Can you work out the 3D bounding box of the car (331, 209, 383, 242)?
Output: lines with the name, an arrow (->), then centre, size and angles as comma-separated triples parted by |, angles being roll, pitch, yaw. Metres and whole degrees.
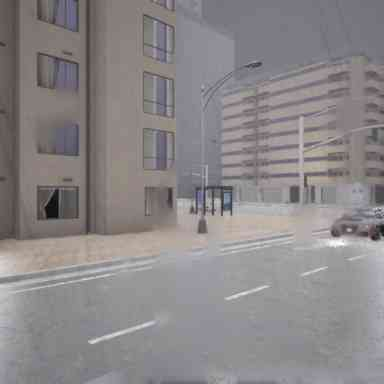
car -> 8.682, 1.564, 16.666 | 4.181, 1.385, 1.994 | 0, 0, -43
